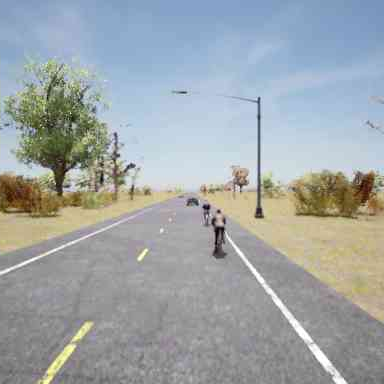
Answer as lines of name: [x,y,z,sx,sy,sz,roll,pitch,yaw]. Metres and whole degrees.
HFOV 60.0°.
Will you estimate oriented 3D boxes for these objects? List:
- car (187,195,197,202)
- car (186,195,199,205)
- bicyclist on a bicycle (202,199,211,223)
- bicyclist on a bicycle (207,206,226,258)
car: [0.003,1.398,73.639,2.033,1.411,5.357,0,0,0]
car: [0.106,1.402,55.744,1.837,1.490,4.892,0,0,0]
bicyclist on a bicycle: [0.965,1.333,22.047,0.659,1.776,1.843,0,0,0]
bicyclist on a bicycle: [0.964,1.433,11.806,0.582,1.620,1.656,0,0,0]
